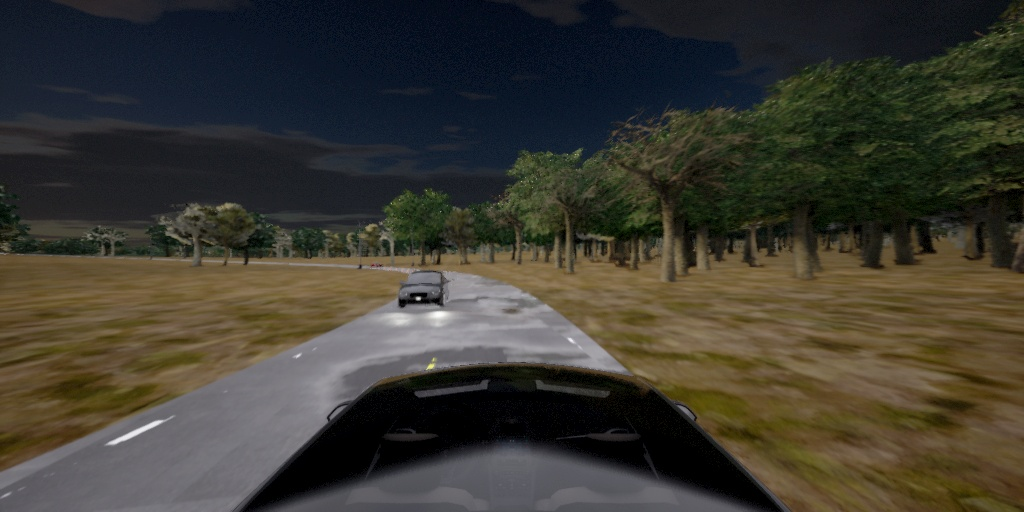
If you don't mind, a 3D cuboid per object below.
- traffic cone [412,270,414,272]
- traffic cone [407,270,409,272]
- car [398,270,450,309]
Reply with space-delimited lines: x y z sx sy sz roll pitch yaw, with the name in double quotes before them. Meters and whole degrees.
"traffic cone" -15.180 2.294 55.050 0.340 0.580 0.340 0 0 -24
"traffic cone" -17.241 2.346 59.494 0.340 0.580 0.340 0 0 -26
"car" -3.882 1.424 16.332 1.837 1.490 4.892 -1 0 -6
